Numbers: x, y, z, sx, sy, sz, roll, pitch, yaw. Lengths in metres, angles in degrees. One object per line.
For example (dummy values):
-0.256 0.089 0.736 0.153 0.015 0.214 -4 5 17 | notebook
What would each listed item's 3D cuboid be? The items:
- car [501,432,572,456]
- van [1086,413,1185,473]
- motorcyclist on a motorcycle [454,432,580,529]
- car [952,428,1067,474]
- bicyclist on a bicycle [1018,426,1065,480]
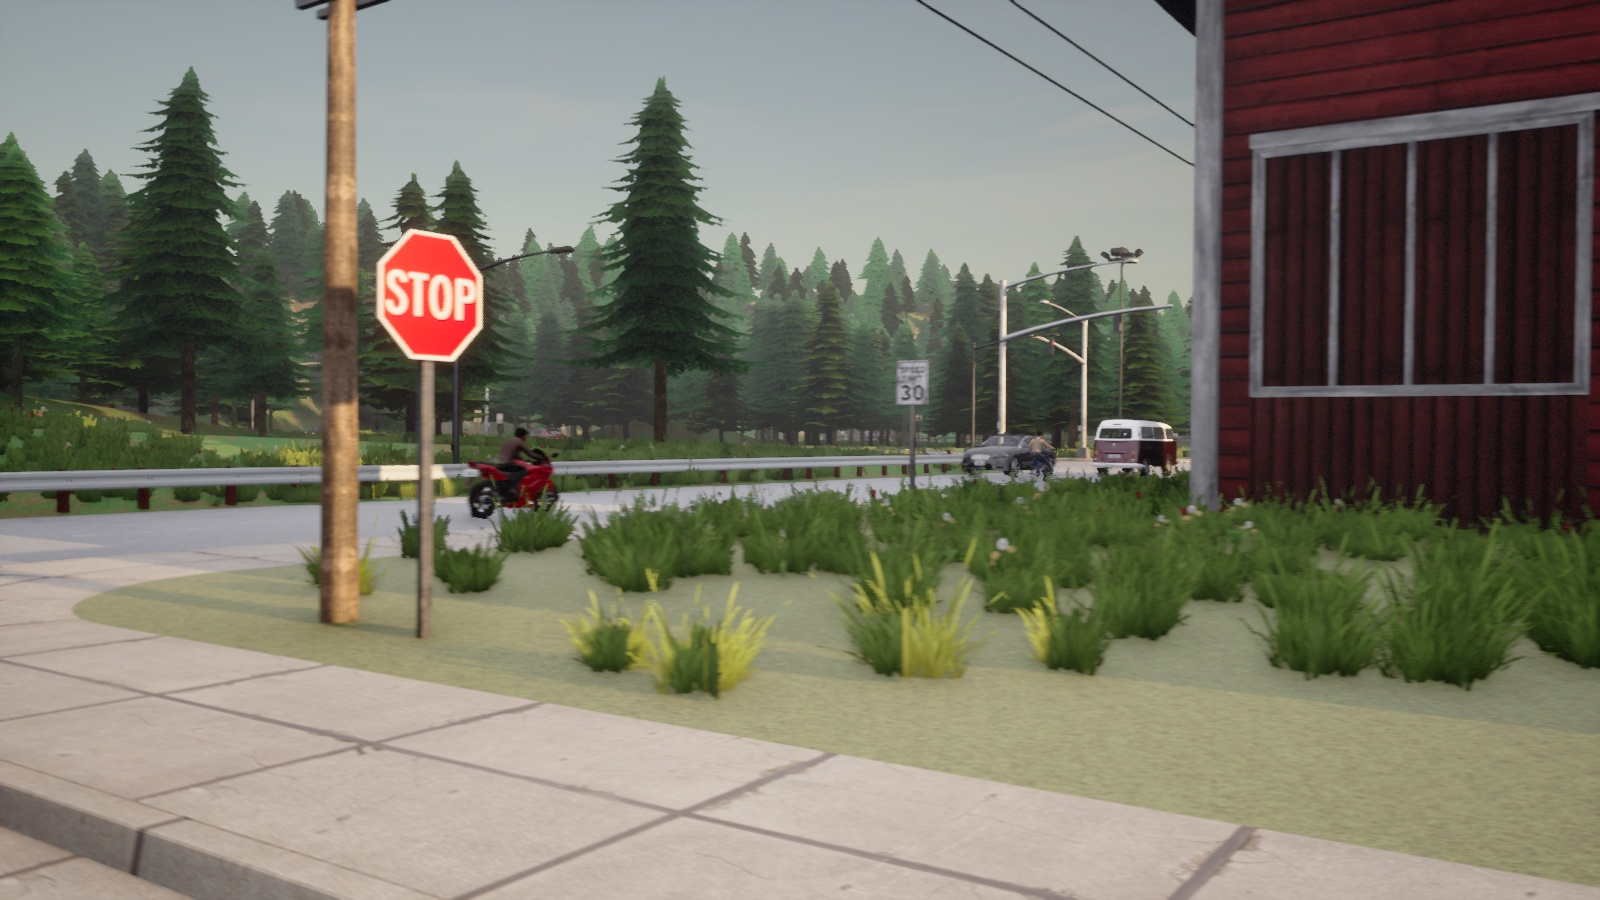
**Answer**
-18.389 -0.413 87.535 4.856 1.649 2.033 0 1 36 | car
12.149 -0.278 45.312 2.069 2.038 4.480 0 1 35 | van
-4.683 0.466 20.925 0.797 1.523 2.044 0 1 35 | motorcyclist on a motorcycle
7.522 0.003 44.735 2.128 1.511 4.902 0 1 35 | car
7.400 0.072 38.441 0.866 1.612 1.509 0 1 35 | bicyclist on a bicycle
